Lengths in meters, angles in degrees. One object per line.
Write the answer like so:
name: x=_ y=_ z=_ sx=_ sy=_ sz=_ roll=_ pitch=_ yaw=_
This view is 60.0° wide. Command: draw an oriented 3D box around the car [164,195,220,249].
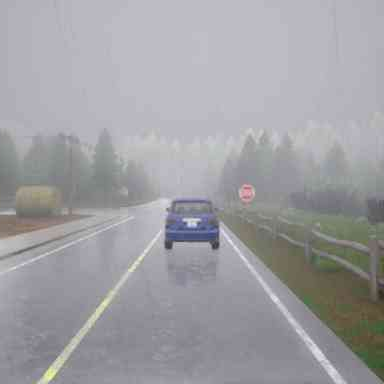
car: x=0.000 y=1.257 z=14.680 sx=2.150 sy=2.045 sz=5.566 roll=0 pitch=0 yaw=0

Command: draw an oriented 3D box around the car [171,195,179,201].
car: x=-4.197 y=1.551 z=84.520 sx=1.994 sy=1.385 sz=4.181 roll=0 pitch=0 yaw=-2
